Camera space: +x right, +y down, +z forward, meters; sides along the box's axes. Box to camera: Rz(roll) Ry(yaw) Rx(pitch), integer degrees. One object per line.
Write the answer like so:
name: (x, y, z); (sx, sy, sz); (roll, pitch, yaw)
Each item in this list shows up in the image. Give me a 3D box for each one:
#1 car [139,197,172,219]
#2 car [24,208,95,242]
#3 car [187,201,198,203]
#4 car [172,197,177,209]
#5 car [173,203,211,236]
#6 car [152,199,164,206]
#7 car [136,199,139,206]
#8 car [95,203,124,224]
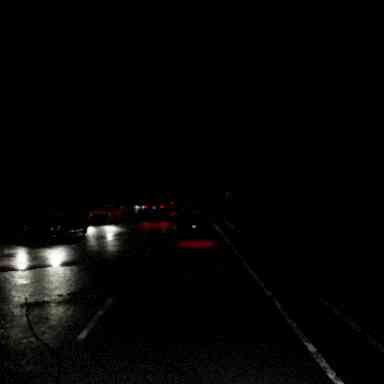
car: (-3.397, 1.523, 32.335); (2.150, 2.045, 5.566); (0, 0, 0)
car: (-6.998, 1.643, 17.685); (1.882, 1.535, 5.008); (0, -1, 0)
car: (0.105, 1.879, 41.854); (2.128, 1.511, 4.902); (0, 0, 0)
car: (-3.390, 1.658, 46.879); (2.150, 2.045, 5.566); (0, 0, -1)
car: (0.102, 1.661, 19.720); (1.882, 1.535, 5.008); (0, -1, 0)
car: (-6.991, 2.149, 69.164); (2.128, 1.511, 4.902); (0, 0, 0)
car: (-10.491, 2.124, 69.165); (1.837, 1.490, 4.892); (0, 0, 0)
car: (-6.997, 1.735, 27.710); (1.882, 1.535, 5.008); (0, -1, 0)
